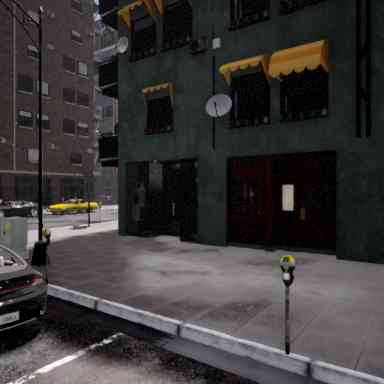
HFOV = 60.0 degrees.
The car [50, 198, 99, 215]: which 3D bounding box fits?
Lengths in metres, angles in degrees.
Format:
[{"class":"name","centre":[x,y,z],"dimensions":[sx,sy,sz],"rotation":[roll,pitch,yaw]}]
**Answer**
[{"class":"car","centre":[-10.845,1.249,30.412],"dimensions":[1.752,1.417,4.829],"rotation":[1,1,35]}]

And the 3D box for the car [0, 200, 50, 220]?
[{"class":"car","centre":[-13.932,1.350,25.986],"dimensions":[2.008,1.369,4.403],"rotation":[1,1,35]}]

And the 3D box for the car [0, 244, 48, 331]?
[{"class":"car","centre":[-4.360,1.551,5.980],"dimensions":[4.403,1.369,2.008],"rotation":[0,0,35]}]
